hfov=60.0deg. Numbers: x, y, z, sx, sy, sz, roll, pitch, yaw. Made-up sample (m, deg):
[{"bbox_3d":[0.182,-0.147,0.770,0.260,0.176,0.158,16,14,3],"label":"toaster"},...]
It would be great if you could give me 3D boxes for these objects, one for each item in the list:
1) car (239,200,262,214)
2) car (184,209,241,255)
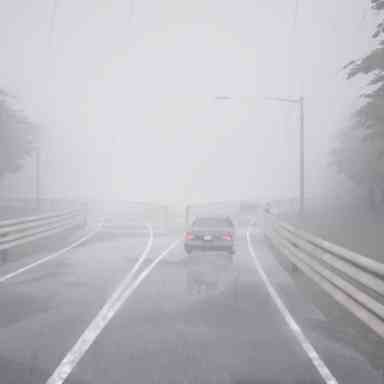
[{"bbox_3d":[6.644,1.612,37.444,1.882,1.535,5.008,-1,0,20],"label":"car"},{"bbox_3d":[0.864,1.598,13.636,2.033,1.411,5.357,0,0,7],"label":"car"}]
